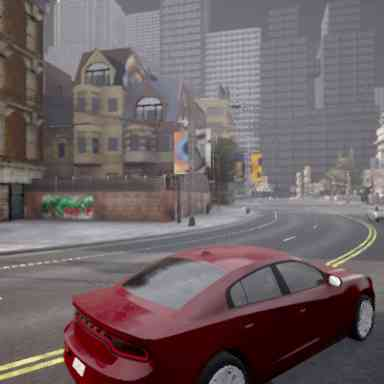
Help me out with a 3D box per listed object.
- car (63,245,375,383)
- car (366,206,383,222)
[{"bbox_3d":[0.820,1.524,4.782,5.008,1.535,1.882,0,0,-39],"label":"car"},{"bbox_3d":[16.018,1.820,27.900,1.895,1.301,4.718,0,-1,18],"label":"car"}]
